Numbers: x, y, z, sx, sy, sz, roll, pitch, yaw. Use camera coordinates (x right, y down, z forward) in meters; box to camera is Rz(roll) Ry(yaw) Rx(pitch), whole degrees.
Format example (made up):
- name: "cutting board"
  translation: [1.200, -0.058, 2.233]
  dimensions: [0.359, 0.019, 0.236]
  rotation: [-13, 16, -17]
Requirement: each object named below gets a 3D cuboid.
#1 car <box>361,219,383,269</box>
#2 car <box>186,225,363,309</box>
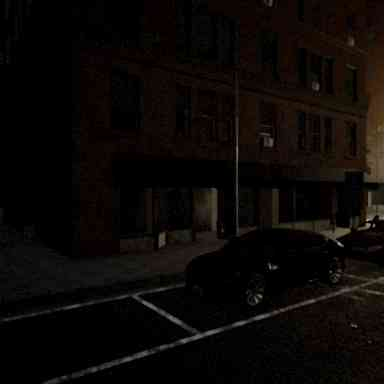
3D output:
- name: "car"
  translation: [6.374, 1.583, 11.058]
  dimensions: [4.206, 1.307, 1.802]
  rotation: [0, 0, -35]
- name: "car"
  translation: [1.889, 1.566, 7.871]
  dimensions: [4.313, 1.339, 1.947]
  rotation: [0, 0, -35]
